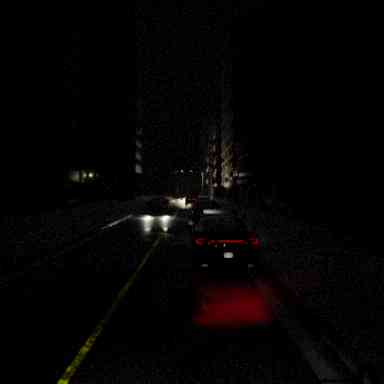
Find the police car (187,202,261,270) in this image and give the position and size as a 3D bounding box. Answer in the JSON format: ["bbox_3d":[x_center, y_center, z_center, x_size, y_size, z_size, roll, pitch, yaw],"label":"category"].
[{"bbox_3d":[0.900,1.339,10.807,1.930,1.638,5.238,0,0,0],"label":"police car"}]

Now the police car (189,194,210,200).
[{"bbox_3d":[0.899,1.221,26.808,1.930,1.638,5.238,0,0,0],"label":"police car"}]

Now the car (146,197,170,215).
[{"bbox_3d":[-3.099,1.243,31.238,1.882,1.535,5.008,0,0,0],"label":"car"}]

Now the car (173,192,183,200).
[{"bbox_3d":[-3.005,0.887,71.908,2.097,1.767,4.553,0,0,0],"label":"car"}]

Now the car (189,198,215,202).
[{"bbox_3d":[0.900,1.345,20.698,1.837,1.490,4.892,0,0,0],"label":"car"}]

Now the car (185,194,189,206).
[{"bbox_3d":[0.005,1.156,48.272,1.837,1.490,4.892,0,1,0],"label":"car"}]

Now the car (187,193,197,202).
[{"bbox_3d":[-0.004,1.050,62.280,1.882,1.535,5.008,0,0,0],"label":"car"}]
